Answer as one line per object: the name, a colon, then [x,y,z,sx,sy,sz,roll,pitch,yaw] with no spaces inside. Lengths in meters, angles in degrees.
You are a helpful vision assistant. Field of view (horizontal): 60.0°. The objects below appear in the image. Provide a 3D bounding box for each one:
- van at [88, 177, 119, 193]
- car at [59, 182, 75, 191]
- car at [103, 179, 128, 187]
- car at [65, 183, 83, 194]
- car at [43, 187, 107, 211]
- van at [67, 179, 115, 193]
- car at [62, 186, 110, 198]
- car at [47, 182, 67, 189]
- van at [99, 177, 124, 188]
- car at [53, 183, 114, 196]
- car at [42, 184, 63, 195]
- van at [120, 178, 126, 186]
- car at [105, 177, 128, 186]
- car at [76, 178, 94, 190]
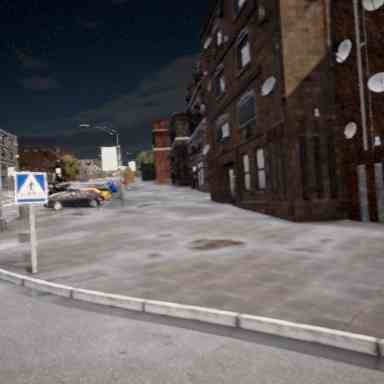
van: [-13.106,-0.705,47.130,4.442,1.987,1.878,-4,5,-28]
car: [-23.598,-1.089,62.905,1.837,1.490,4.892,-3,4,-8]
car: [-16.457,-2.011,71.294,4.792,1.488,2.163,-4,4,-28]
car: [-19.005,-0.640,53.830,1.812,1.442,4.674,-3,4,-8]
car: [-10.392,0.678,29.157,4.892,1.521,2.231,-4,4,-28]
van: [-11.596,-0.138,38.222,4.442,1.987,1.878,-4,4,-28]
car: [-10.815,0.523,32.166,4.674,1.452,2.002,-4,5,-28]
car: [-16.968,-0.082,40.350,2.150,2.045,5.566,-3,4,-8]
van: [-15.720,-1.869,65.179,4.442,1.987,1.878,-4,5,-28]
car: [-11.417,0.297,35.083,5.366,1.575,1.946,-4,5,-28]
car: [-22.158,-0.432,52.965,1.812,1.442,4.674,-3,4,-8]
van: [-14.647,-1.496,59.280,4.442,1.987,1.878,-4,4,-28]
car: [-16.901,-2.358,74.289,4.553,1.767,2.185,-4,5,-28]
car: [-20.462,-1.566,63.788,2.150,2.045,5.566,-3,4,-8]
